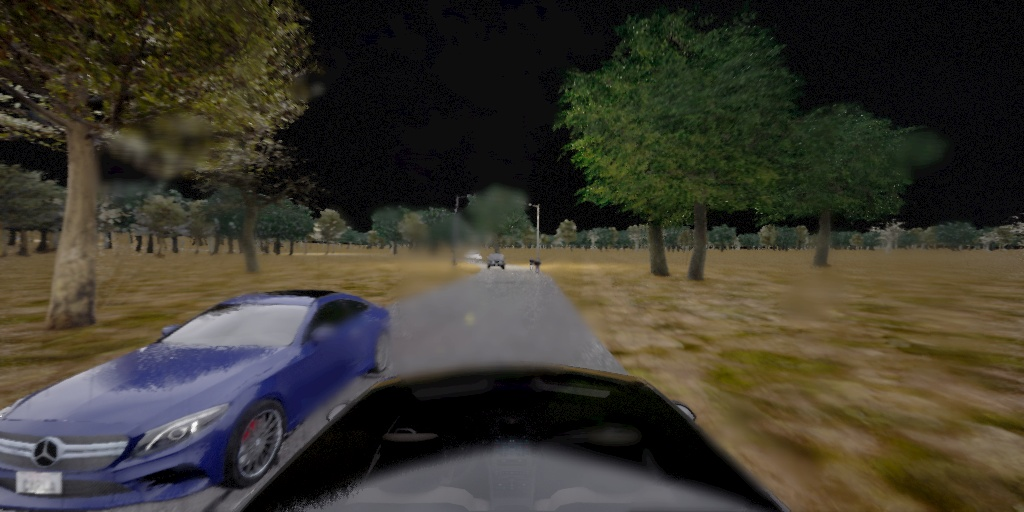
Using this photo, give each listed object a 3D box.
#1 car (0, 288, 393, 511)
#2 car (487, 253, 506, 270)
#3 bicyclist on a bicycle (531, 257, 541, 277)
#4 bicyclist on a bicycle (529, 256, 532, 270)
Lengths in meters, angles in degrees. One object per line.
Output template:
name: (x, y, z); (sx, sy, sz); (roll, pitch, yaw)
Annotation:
car: (-3.017, 1.202, 4.647); (1.812, 1.442, 4.674); (1, 0, 1)
car: (-2.057, 0.642, 46.265); (2.150, 2.045, 5.566); (1, 1, -4)
bicyclist on a bicycle: (2.266, 0.993, 31.989); (0.659, 1.776, 1.843); (1, 1, 1)
bicyclist on a bicycle: (2.200, 0.915, 41.112); (0.659, 1.776, 1.843); (1, 1, -3)
